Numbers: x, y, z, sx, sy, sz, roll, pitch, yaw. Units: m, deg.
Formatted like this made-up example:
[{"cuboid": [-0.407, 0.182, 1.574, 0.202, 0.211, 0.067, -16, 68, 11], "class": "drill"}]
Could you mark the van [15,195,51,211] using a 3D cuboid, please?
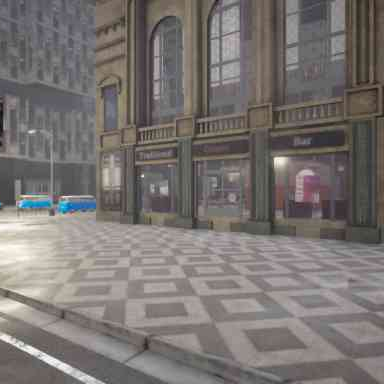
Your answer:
[{"cuboid": [-18.550, 1.292, 39.097, 1.690, 1.788, 3.998, 0, 0, 36], "class": "van"}]

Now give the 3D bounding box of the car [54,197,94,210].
[{"cuboid": [-15.378, 1.466, 43.526, 1.752, 1.417, 4.829, 0, 0, 36], "class": "car"}]

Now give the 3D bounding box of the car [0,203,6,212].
[{"cuboid": [-21.822, 1.513, 34.529, 2.008, 1.369, 4.403, 0, 0, 36], "class": "car"}]

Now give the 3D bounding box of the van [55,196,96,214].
[{"cuboid": [-11.619, 1.282, 34.134, 1.690, 1.788, 3.998, 0, 0, 36], "class": "van"}]
